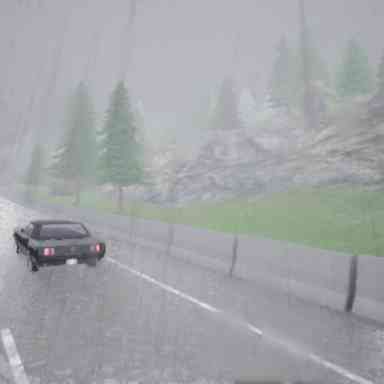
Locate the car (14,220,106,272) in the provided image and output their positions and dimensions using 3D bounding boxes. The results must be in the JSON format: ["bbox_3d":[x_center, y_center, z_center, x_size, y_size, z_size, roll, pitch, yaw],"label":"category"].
[{"bbox_3d":[-4.468,1.549,10.733,1.895,1.301,4.718,2,0,-35],"label":"car"}]
